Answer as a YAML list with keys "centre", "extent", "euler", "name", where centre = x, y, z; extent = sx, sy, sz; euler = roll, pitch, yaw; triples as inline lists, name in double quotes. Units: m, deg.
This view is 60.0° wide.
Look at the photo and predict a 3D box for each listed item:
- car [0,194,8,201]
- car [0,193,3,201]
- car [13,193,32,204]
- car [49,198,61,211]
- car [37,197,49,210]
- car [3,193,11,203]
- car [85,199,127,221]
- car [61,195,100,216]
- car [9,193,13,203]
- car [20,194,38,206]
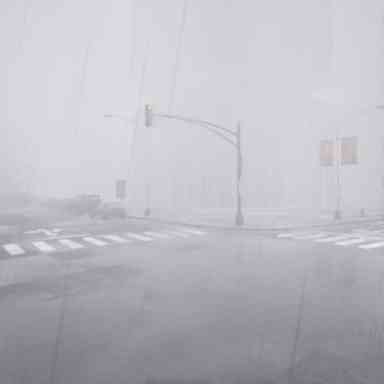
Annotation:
- centre: [-43.337, 1.254, 75.828]
  extent: [1.752, 1.417, 4.829]
  euler: [-1, 0, -36]
  name: "car"
- centre: [-39.896, 1.050, 71.149]
  extent: [2.192, 1.841, 5.009]
  euler: [-1, 0, -36]
  name: "car"
- centre: [-26.527, 1.086, 52.983]
  extent: [2.192, 1.841, 5.009]
  euler: [-1, 0, -36]
  name: "car"
- centre: [-13.157, 1.389, 34.819]
  extent: [1.947, 1.339, 4.313]
  euler: [-1, 0, -36]
  name: "car"
- centre: [-16.498, 1.373, 39.359]
  extent: [1.947, 1.339, 4.313]
  euler: [-1, 0, -36]
  name: "car"
- centre: [-33.211, 1.068, 62.065]
  extent: [2.192, 1.841, 5.009]
  euler: [-1, 0, -36]
  name: "car"
- centre: [-6.472, 1.440, 25.736]
  extent: [1.802, 1.307, 4.206]
  euler: [0, 0, -36]
  name: "car"
- centre: [-9.816, 1.154, 30.276]
  extent: [2.192, 1.841, 5.009]
  euler: [0, 0, -36]
  name: "car"
- centre: [-29.868, 1.328, 57.525]
  extent: [1.947, 1.339, 4.313]
  euler: [-1, 0, -36]
  name: "car"
- centre: [-23.184, 1.326, 48.442]
  extent: [1.887, 1.381, 4.507]
  euler: [-1, 0, -36]
  name: "car"
